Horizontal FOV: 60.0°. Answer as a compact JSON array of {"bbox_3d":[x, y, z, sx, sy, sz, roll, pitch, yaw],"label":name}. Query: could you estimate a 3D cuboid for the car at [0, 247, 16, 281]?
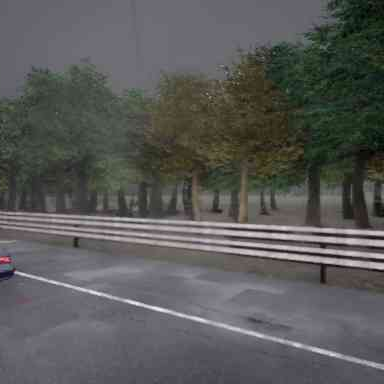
[{"bbox_3d":[-6.684,1.646,8.662,5.357,1.411,2.033,-1,0,36],"label":"car"}]
